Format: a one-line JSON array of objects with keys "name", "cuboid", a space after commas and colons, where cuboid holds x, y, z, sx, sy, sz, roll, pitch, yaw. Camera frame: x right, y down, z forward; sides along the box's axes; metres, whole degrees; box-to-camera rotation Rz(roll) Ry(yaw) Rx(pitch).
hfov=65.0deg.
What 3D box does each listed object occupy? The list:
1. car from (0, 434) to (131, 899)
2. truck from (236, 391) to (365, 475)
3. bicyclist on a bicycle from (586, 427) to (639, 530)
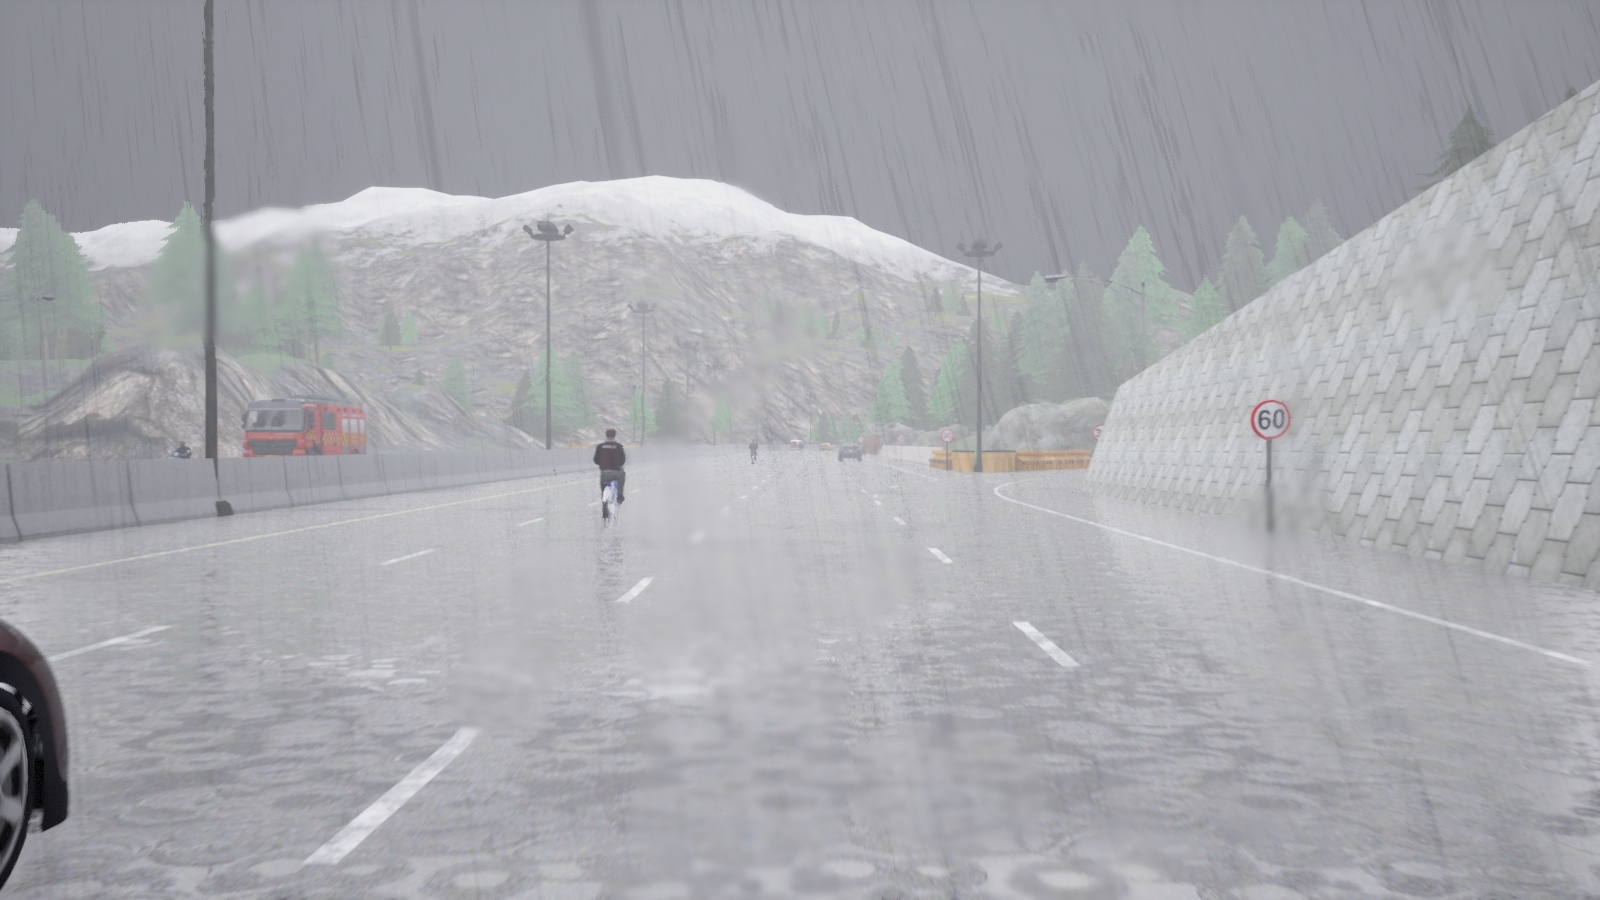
[{"name": "car", "cuboid": [-3.487, 0.693, 2.818, 1.970, 1.475, 3.806, 0, 0, -1]}, {"name": "truck", "cuboid": [-24.135, -0.783, 61.267, 2.891, 3.827, 8.468, 0, 0, 0]}, {"name": "bicyclist on a bicycle", "cuboid": [-3.356, 0.487, 22.593, 0.659, 1.776, 1.843, 0, 0, 0]}]
